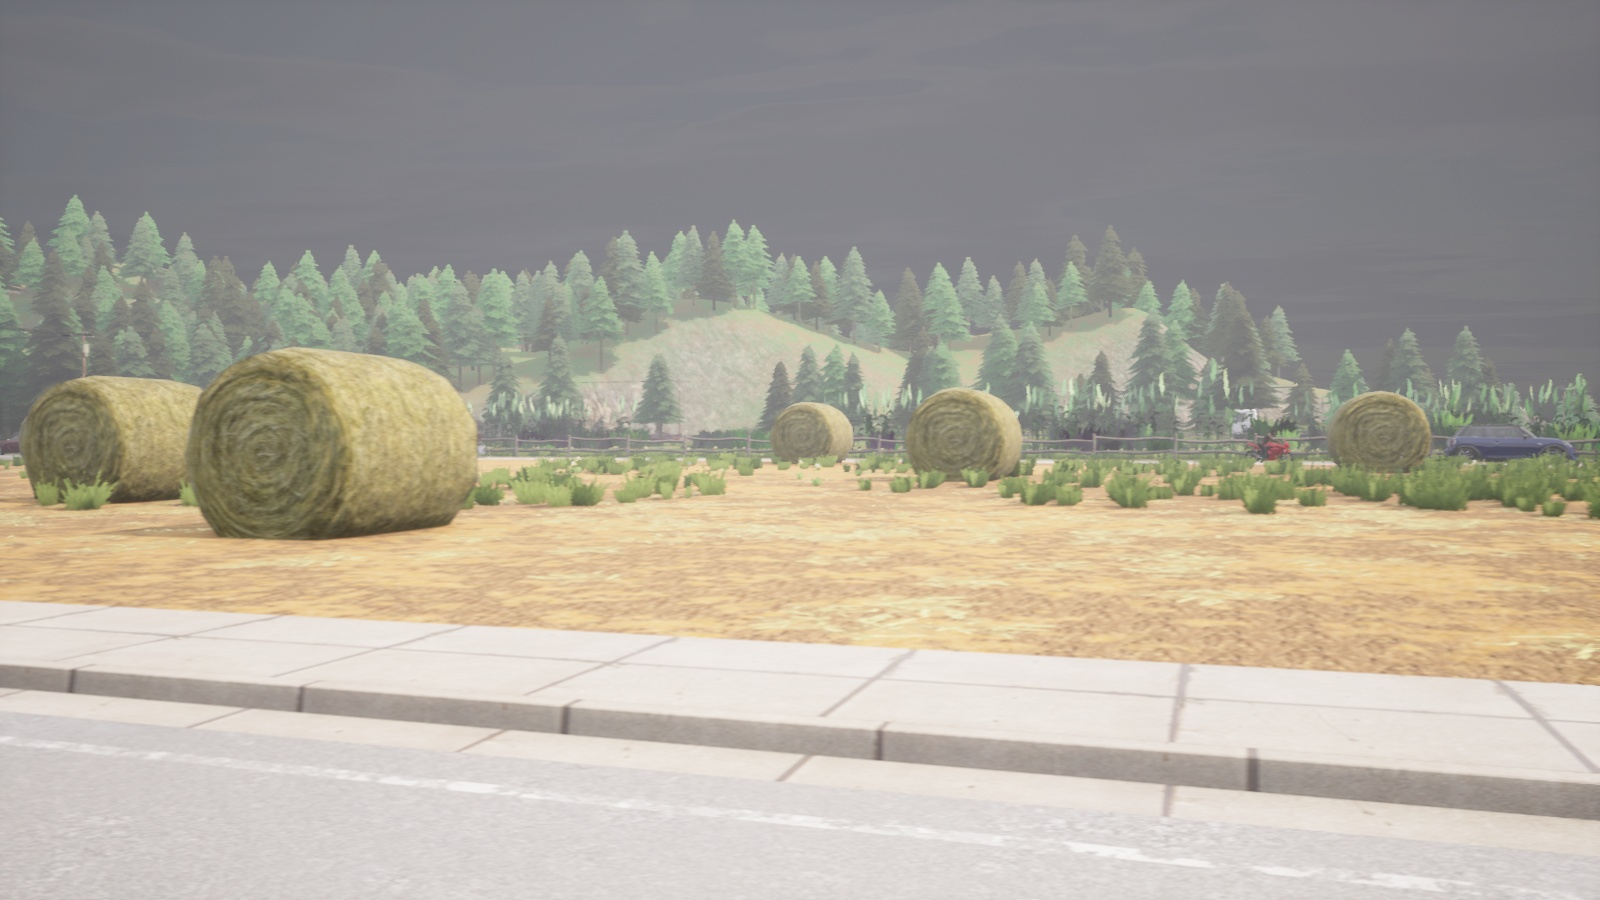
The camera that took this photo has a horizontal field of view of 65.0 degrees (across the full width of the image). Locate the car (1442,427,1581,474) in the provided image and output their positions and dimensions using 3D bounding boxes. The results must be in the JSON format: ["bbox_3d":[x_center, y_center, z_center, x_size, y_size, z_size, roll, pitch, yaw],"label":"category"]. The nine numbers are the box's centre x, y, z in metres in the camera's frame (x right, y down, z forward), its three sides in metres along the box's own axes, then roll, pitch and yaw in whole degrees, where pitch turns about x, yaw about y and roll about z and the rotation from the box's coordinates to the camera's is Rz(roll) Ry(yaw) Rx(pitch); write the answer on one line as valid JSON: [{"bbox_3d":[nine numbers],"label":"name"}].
[{"bbox_3d":[28.009,-0.013,49.638,4.553,1.767,2.097,1,1,23],"label":"car"}]

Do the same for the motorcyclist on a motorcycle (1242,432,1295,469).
[{"bbox_3d":[19.792,0.026,53.030,2.044,1.523,0.797,1,1,22],"label":"motorcyclist on a motorcycle"}]
